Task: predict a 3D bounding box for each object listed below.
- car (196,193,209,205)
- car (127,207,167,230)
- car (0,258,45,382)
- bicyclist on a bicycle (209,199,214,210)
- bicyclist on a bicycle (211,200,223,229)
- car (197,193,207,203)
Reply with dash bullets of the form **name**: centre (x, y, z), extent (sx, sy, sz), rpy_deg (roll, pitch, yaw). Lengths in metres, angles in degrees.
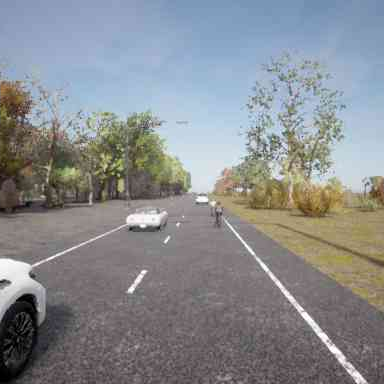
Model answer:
- **car**: centre (1.930, 1.235, 61.503), extent (2.150, 2.045, 5.566), rpy_deg (0, 0, 2)
- **car**: centre (-2.683, 1.604, 20.941), extent (1.895, 1.301, 4.718), rpy_deg (0, 0, 2)
- **car**: centre (-3.192, 1.222, 2.324), extent (2.150, 2.045, 5.566), rpy_deg (0, 0, 2)
- **bicyclist on a bicycle**: centre (1.969, 1.442, 30.538), extent (0.866, 1.612, 1.509), rpy_deg (0, 0, 1)
- **bicyclist on a bicycle**: centre (1.684, 1.456, 20.857), extent (0.582, 1.620, 1.656), rpy_deg (0, 0, 2)
- **car**: centre (2.187, 1.243, 74.369), extent (2.150, 2.045, 5.566), rpy_deg (0, 0, 2)
